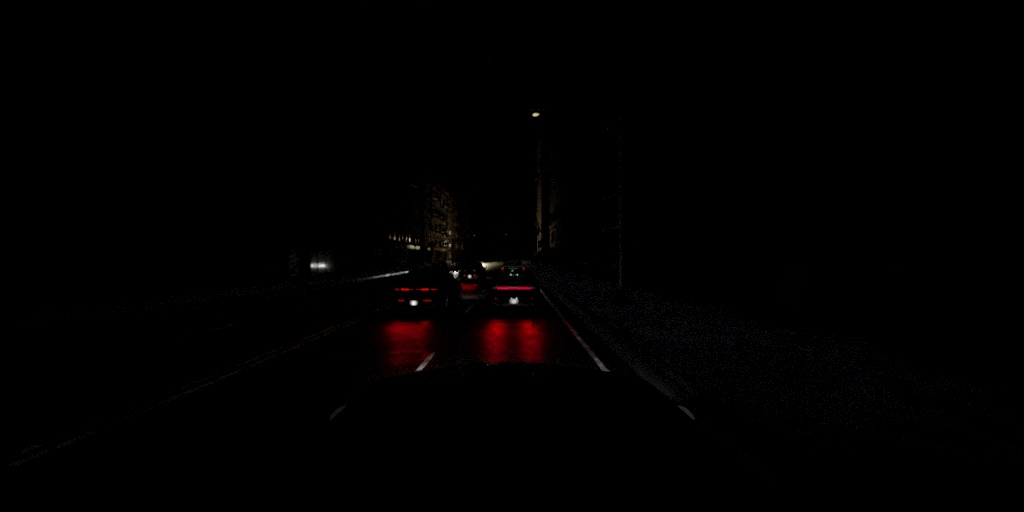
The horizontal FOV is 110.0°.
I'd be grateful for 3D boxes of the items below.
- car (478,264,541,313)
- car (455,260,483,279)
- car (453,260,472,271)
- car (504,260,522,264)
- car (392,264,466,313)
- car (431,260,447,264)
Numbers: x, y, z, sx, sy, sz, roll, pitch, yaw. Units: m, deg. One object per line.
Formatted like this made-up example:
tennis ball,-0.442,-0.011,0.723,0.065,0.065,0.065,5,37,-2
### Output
car,0.080,1.241,13.933,2.128,1.511,4.902,0,0,0
car,-3.152,1.248,29.209,1.837,1.490,4.892,0,1,0
car,-6.540,1.245,47.912,1.812,1.442,4.674,0,0,0
car,0.095,1.093,28.830,2.097,1.767,4.553,0,0,0
car,-3.169,1.255,14.050,1.837,1.490,4.892,0,0,0
car,-9.792,1.244,48.045,1.812,1.442,4.674,0,0,0
